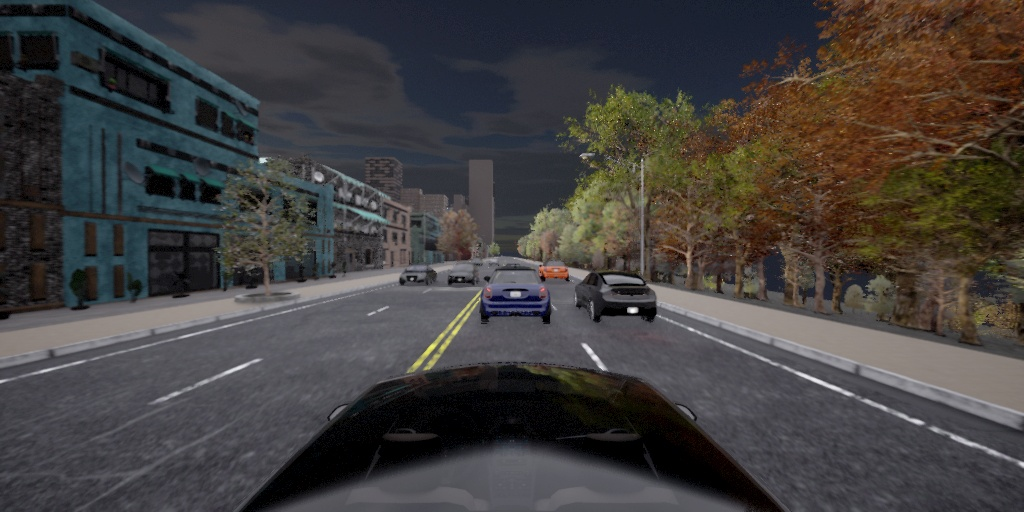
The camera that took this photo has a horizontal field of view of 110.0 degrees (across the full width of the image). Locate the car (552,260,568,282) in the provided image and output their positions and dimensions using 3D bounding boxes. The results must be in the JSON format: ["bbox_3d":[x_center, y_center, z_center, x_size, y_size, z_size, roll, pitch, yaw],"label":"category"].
[{"bbox_3d":[3.352,1.110,29.526,2.097,1.767,4.553,0,0,0],"label":"car"}]

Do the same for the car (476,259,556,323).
[{"bbox_3d":[0.101,1.105,12.294,2.097,1.767,4.553,0,0,0],"label":"car"}]

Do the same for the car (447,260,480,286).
[{"bbox_3d":[-3.346,1.262,25.376,1.837,1.490,4.892,0,0,0],"label":"car"}]

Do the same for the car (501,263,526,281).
[{"bbox_3d":[0.102,1.323,30.575,1.994,1.385,4.181,0,0,0],"label":"car"}]

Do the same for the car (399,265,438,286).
[{"bbox_3d":[-6.595,1.322,25.617,1.994,1.385,4.181,0,0,0],"label":"car"}]

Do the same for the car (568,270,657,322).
[{"bbox_3d":[3.350,1.258,12.362,1.837,1.490,4.892,0,0,0],"label":"car"}]
